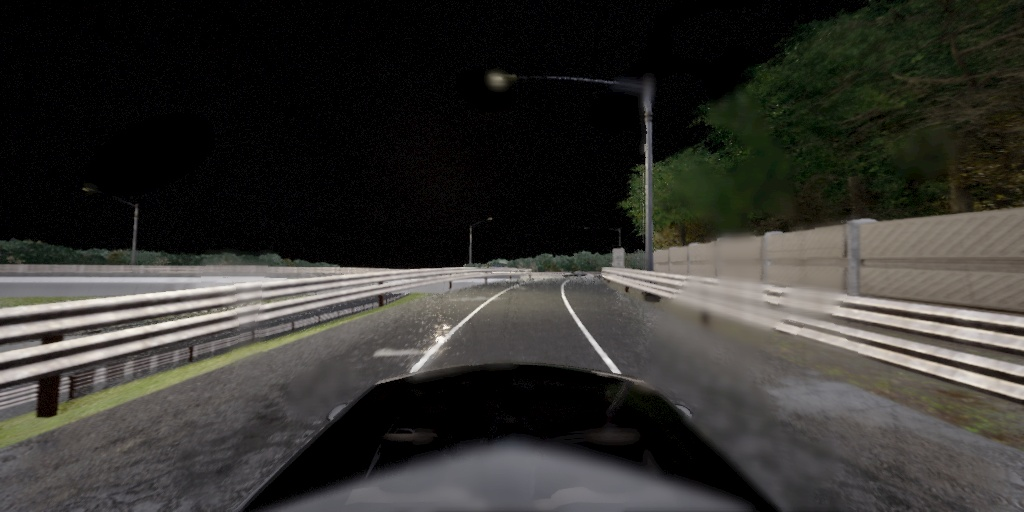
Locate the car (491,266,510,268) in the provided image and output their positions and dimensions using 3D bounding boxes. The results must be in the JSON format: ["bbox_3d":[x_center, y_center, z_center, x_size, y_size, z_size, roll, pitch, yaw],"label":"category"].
[{"bbox_3d":[-1.328,2.704,60.914,5.566,2.045,2.150,3,-4,-38],"label":"car"}]

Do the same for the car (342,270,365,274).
[{"bbox_3d":[-23.473,2.520,54.967,4.674,1.442,1.812,2,-4,-22],"label":"car"}]
